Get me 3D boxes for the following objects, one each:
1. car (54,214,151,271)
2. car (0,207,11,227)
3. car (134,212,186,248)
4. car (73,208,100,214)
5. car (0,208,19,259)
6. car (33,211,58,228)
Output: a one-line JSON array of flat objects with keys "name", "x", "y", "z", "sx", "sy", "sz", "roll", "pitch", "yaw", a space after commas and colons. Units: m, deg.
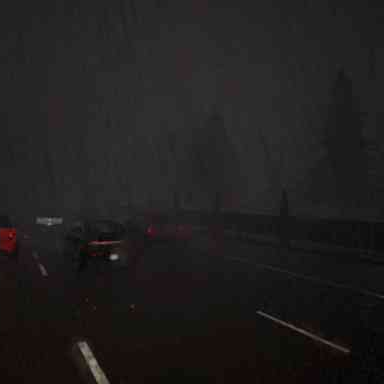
[{"name": "car", "x": -3.500, "y": 1.785, "z": 12.136, "sx": 2.128, "sy": 1.511, "sz": 4.902, "roll": 2, "pitch": -2, "yaw": -29}, {"name": "car", "x": -16.233, "y": 2.048, "z": 27.806, "sx": 1.812, "sy": 1.442, "sz": 4.674, "roll": 2, "pitch": -2, "yaw": -29}, {"name": "car", "x": -2.137, "y": 1.803, "z": 16.907, "sx": 2.097, "sy": 1.767, "sz": 4.553, "roll": 2, "pitch": -2, "yaw": -29}, {"name": "car", "x": -9.613, "y": 2.194, "z": 30.310, "sx": 2.128, "sy": 1.511, "sz": 4.902, "roll": 2, "pitch": -2, "yaw": -29}, {"name": "car", "x": -8.174, "y": 1.604, "z": 13.364, "sx": 2.097, "sy": 1.767, "sz": 4.553, "roll": 2, "pitch": -2, "yaw": -29}, {"name": "car", "x": -11.871, "y": 2.178, "z": 27.161, "sx": 1.895, "sy": 1.301, "sz": 4.718, "roll": 2, "pitch": -2, "yaw": -29}]
